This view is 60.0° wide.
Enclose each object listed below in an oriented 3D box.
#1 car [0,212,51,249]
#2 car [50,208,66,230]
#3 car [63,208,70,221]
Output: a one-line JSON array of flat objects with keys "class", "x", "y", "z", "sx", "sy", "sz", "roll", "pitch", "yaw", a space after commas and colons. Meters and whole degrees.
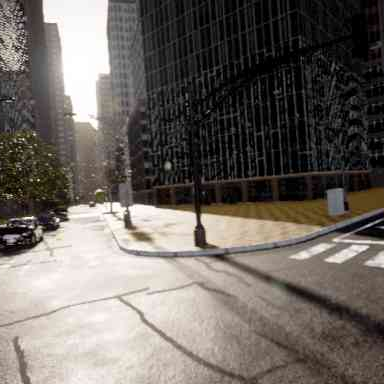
[{"class": "car", "x": -9.764, "y": 2.237, "z": 19.074, "sx": 2.128, "sy": 1.511, "sz": 4.902, "roll": -4, "pitch": 0, "yaw": -16}, {"class": "car", "x": -12.647, "y": 2.510, "z": 29.046, "sx": 2.033, "sy": 1.411, "sz": 5.357, "roll": -4, "pitch": 0, "yaw": -16}, {"class": "car", "x": -15.839, "y": 2.712, "z": 40.103, "sx": 1.837, "sy": 1.490, "sz": 4.892, "roll": -4, "pitch": 0, "yaw": -16}]
